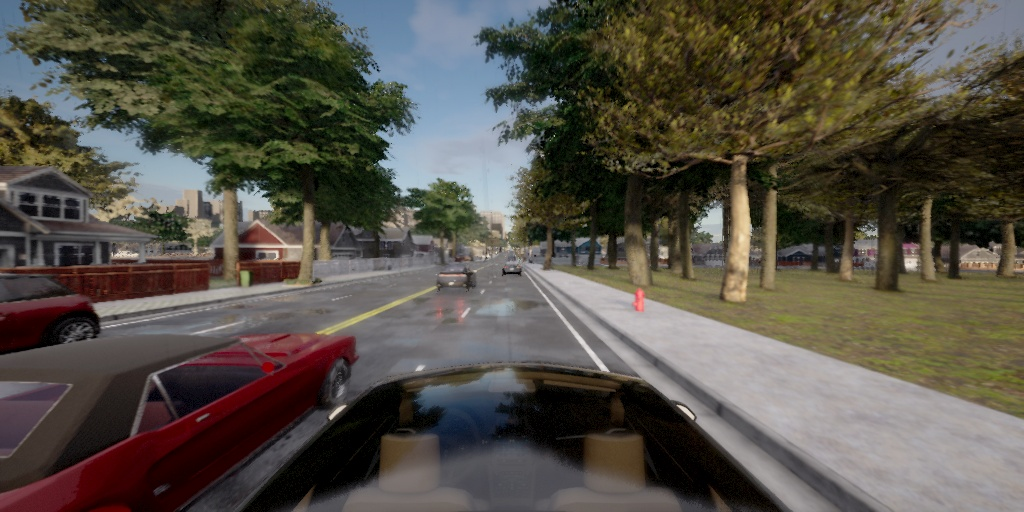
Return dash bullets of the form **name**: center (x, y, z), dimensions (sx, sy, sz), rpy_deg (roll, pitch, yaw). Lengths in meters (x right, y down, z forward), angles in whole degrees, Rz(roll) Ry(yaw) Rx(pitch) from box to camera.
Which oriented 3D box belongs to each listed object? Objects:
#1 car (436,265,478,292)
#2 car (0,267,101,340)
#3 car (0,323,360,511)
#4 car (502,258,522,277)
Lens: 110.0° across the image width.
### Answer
- **car**: center (-3.146, 1.237, 21.005), dimensions (2.128, 1.511, 4.902), rpy_deg (0, 0, 0)
- **car**: center (-9.821, 1.099, 5.638), dimensions (2.097, 1.767, 4.553), rpy_deg (0, 0, 0)
- **car**: center (-3.150, 1.350, 3.136), dimensions (1.895, 1.301, 4.718), rpy_deg (0, 0, 0)
- **car**: center (0.001, 1.263, 35.799), dimensions (2.163, 1.488, 4.792), rpy_deg (0, 0, 0)
